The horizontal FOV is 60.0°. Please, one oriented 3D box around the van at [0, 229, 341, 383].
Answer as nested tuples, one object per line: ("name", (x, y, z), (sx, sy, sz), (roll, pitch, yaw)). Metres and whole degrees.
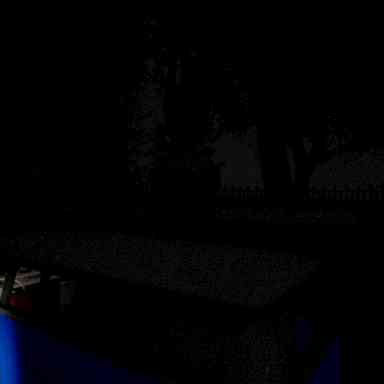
("van", (-0.690, 1.341, 3.203), (3.998, 1.788, 1.690), (0, 0, 35))
